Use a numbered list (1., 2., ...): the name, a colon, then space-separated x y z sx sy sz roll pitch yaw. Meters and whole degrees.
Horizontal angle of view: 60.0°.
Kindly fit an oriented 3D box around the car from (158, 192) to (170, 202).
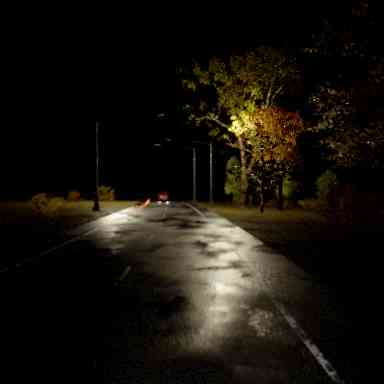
1. car: -5.884 0.945 69.175 2.150 2.045 5.566 0 0 -6

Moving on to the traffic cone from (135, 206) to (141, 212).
1. traffic cone: -6.005 1.847 36.182 0.340 0.580 0.340 0 0 -3
